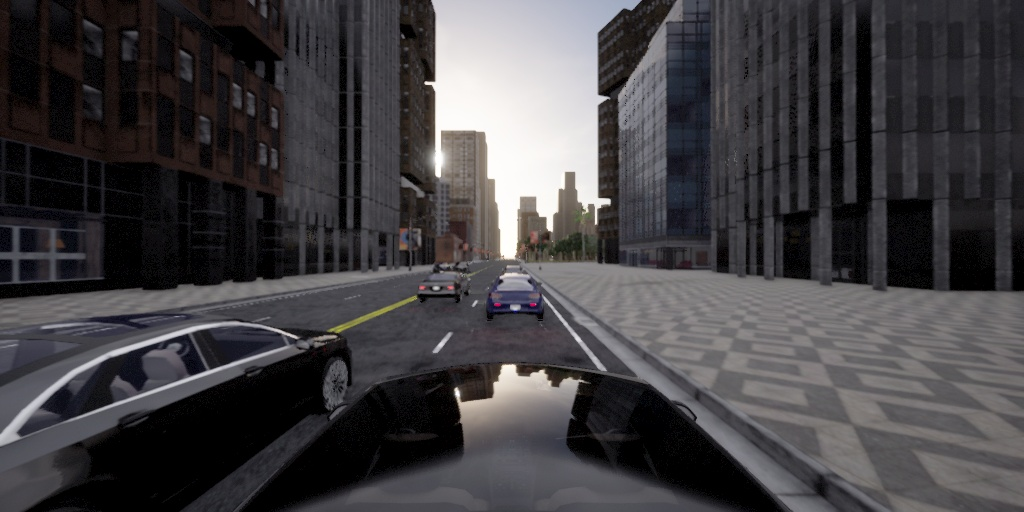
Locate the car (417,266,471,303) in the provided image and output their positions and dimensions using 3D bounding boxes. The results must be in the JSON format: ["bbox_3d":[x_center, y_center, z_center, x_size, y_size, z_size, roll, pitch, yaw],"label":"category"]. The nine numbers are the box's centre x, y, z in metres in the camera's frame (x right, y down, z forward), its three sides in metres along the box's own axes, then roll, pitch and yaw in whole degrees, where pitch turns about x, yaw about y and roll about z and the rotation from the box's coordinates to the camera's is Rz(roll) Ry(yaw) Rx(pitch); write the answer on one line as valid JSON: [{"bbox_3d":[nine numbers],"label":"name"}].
[{"bbox_3d":[-3.157,1.400,17.444,2.033,1.411,5.357,0,0,0],"label":"car"}]

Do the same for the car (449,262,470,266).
[{"bbox_3d":[-6.542,1.499,46.495,1.837,1.490,4.892,0,-1,1],"label":"car"}]

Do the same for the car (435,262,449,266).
[{"bbox_3d":[-9.755,1.572,50.061,1.994,1.385,4.181,0,0,0],"label":"car"}]

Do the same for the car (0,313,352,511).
[{"bbox_3d":[-3.149,1.250,3.117,2.128,1.511,4.902,0,-1,0],"label":"car"}]

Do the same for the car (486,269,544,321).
[{"bbox_3d":[0.099,1.348,12.761,1.812,1.442,4.674,0,0,0],"label":"car"}]

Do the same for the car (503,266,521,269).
[{"bbox_3d":[0.100,1.484,29.196,1.994,1.385,4.181,0,0,0],"label":"car"}]
